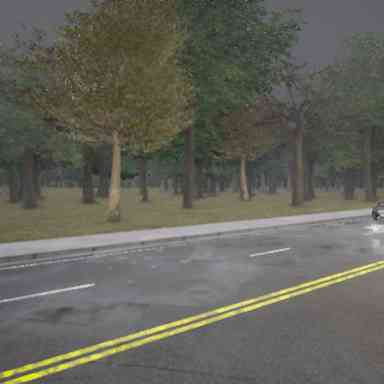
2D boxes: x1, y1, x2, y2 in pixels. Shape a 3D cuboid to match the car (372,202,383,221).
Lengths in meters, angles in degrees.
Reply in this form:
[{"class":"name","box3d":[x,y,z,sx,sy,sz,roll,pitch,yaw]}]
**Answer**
[{"class":"car","box3d":[13.480,1.077,21.474,4.902,1.511,2.128,-1,1,-36]}]
